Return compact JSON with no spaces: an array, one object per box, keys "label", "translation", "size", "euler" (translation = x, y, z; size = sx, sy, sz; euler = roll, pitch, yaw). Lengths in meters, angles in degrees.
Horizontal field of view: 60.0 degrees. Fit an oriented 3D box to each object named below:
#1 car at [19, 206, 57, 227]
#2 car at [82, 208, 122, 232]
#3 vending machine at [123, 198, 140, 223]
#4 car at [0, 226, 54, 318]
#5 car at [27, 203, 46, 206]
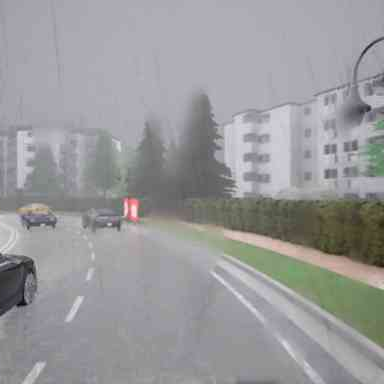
[{"label":"car","translation":[-11.364,1.949,24.449],"size":[1.895,1.301,4.718],"euler":[0,-1,-33]},{"label":"car","translation":[-6.161,1.800,22.416],"size":[2.128,1.511,4.902],"euler":[0,-1,-28]},{"label":"vending machine","translation":[-5.227,1.583,28.723],"size":[1.100,2.100,0.880],"euler":[0,-1,-34]},{"label":"car","translation":[-4.036,1.571,5.273],"size":[2.128,1.511,4.902],"euler":[0,-1,-8]},{"label":"car","translation":[-16.912,1.988,35.861],"size":[5.008,1.535,1.882],"euler":[-1,-1,42]}]
